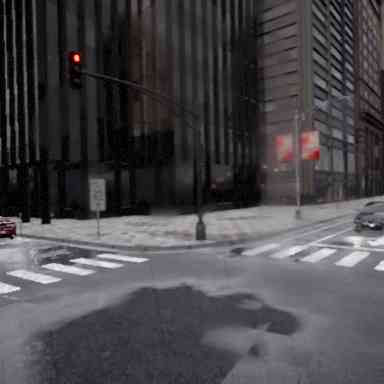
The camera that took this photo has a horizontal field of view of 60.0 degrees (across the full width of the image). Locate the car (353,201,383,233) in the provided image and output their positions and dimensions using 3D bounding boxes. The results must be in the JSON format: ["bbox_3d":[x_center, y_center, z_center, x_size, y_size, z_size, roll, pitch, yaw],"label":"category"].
[{"bbox_3d":[9.753,1.233,17.114,1.837,1.490,4.892,-1,0,39],"label":"car"}]

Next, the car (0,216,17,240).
[{"bbox_3d":[-11.454,2.000,18.627,4.507,1.381,1.887,-2,1,39],"label":"car"}]
